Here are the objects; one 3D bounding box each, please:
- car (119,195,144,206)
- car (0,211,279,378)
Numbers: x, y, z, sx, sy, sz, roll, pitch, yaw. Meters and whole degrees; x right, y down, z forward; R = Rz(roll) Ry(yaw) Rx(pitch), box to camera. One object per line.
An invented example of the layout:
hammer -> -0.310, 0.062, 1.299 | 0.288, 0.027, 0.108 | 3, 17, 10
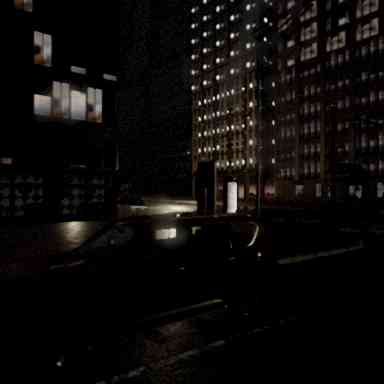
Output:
car -> -7.850, 1.075, 43.079 | 1.994, 1.385, 4.181 | 0, 1, -37
car -> -0.657, 1.314, 5.716 | 5.009, 1.841, 2.192 | 0, 0, -36
